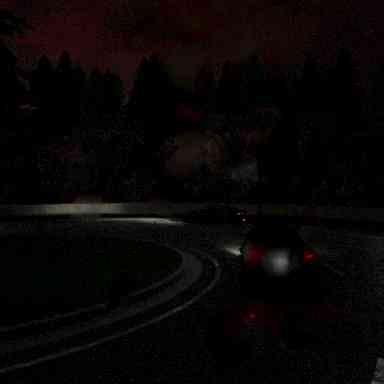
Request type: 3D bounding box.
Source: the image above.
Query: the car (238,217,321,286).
[{"bbox_3d":[2.466,1.669,9.875,1.994,1.385,4.181,0,-1,10],"label":"car"}]

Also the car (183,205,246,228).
[{"bbox_3d":[1.610,1.731,24.484,4.902,1.511,2.128,0,-1,34],"label":"car"}]
